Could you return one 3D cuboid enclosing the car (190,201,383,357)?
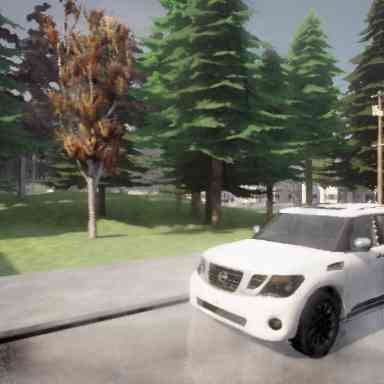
[{"bbox_3d":[2.643,1.273,6.459,5.566,2.045,2.150,1,0,-35],"label":"car"}]
